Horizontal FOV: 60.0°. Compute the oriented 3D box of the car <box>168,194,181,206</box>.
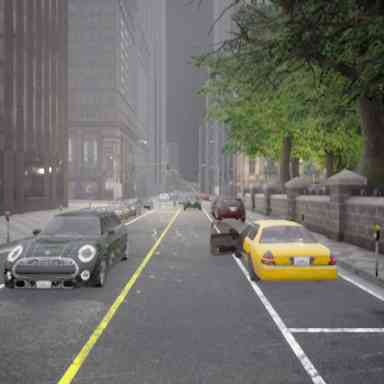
[{"bbox_3d":[-1.117,1.404,50.899,2.128,1.511,4.902,0,0,26],"label":"car"}]

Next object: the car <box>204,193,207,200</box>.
[{"bbox_3d":[2.729,1.180,73.449,2.192,1.841,5.009,0,0,0],"label":"car"}]

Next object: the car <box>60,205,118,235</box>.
[{"bbox_3d":[-5.771,1.528,19.242,2.008,1.369,4.403,0,0,0],"label":"car"}]

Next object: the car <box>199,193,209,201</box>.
[{"bbox_3d":[2.726,1.173,78.890,2.192,1.841,5.009,0,0,0],"label":"car"}]

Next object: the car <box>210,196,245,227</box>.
[{"bbox_3d":[2.753,1.282,24.780,2.192,1.841,5.009,0,0,0],"label":"car"}]

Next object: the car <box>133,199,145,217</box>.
[{"bbox_3d":[-5.775,1.395,30.290,1.967,1.590,4.097,0,0,0],"label":"car"}]

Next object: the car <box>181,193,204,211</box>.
[{"bbox_3d":[0.061,1.281,40.571,2.097,1.767,4.553,0,0,0],"label":"car"}]

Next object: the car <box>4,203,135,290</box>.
[{"bbox_3d":[-3.106,1.342,9.209,2.097,1.767,4.553,0,0,0],"label":"car"}]

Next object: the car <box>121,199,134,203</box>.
[{"bbox_3d":[-5.773,1.493,24.596,1.752,1.417,4.829,0,0,0],"label":"car"}]

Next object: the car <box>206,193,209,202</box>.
[{"bbox_3d":[2.751,1.270,30.305,2.192,1.841,5.009,0,0,0],"label":"car"}]

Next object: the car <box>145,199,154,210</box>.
[{"bbox_3d":[-5.781,1.493,41.338,1.947,1.339,4.313,0,0,0],"label":"car"}]

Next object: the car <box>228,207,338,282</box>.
[{"bbox_3d":[2.345,1.446,9.669,1.801,1.575,5.366,0,0,0],"label":"car"}]

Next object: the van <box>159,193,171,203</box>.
[{"bbox_3d":[-5.794,1.214,67.995,1.690,1.788,3.998,0,0,0],"label":"van"}]
